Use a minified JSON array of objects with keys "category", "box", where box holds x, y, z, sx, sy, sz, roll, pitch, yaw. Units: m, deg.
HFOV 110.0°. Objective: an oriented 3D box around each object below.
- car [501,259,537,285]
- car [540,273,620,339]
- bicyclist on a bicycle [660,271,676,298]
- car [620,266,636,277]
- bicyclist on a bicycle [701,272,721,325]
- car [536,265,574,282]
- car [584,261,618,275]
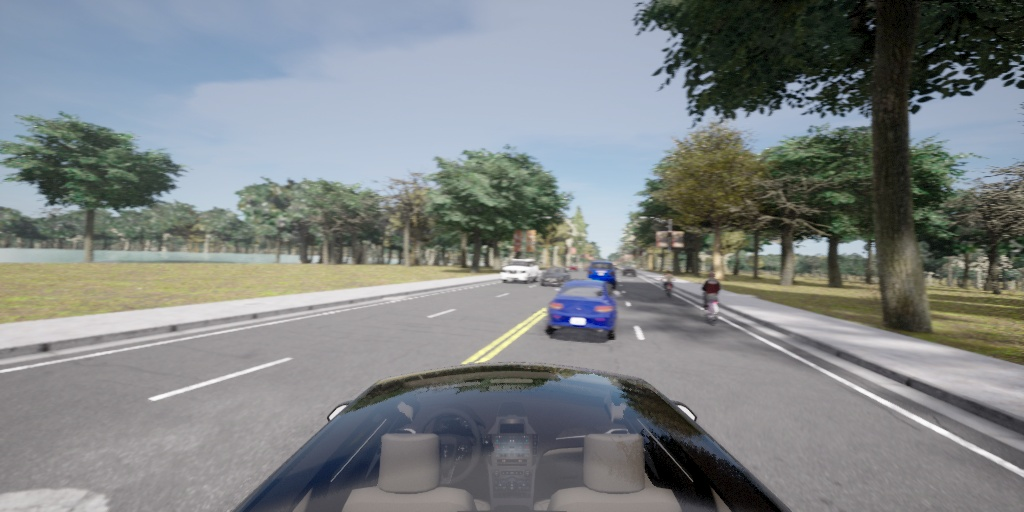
[{"category":"car","box":[0.787,1.254,30.569,2.150,2.045,5.566,2,-1,16]},{"category":"car","box":[2.198,1.430,10.774,1.812,1.442,4.674,2,-1,16]},{"category":"bicyclist on a bicycle","box":[9.382,1.674,21.520,0.866,1.612,1.509,2,-1,16]},{"category":"car","box":[17.801,2.334,54.538,1.837,1.490,4.892,2,0,16]},{"category":"bicyclist on a bicycle","box":[6.872,1.445,12.465,0.659,1.776,1.843,2,0,16]},{"category":"car","box":[3.489,1.606,28.199,1.837,1.490,4.892,2,-1,16]},{"category":"car","box":[7.259,1.453,28.858,2.150,2.045,5.566,2,-1,16]}]
